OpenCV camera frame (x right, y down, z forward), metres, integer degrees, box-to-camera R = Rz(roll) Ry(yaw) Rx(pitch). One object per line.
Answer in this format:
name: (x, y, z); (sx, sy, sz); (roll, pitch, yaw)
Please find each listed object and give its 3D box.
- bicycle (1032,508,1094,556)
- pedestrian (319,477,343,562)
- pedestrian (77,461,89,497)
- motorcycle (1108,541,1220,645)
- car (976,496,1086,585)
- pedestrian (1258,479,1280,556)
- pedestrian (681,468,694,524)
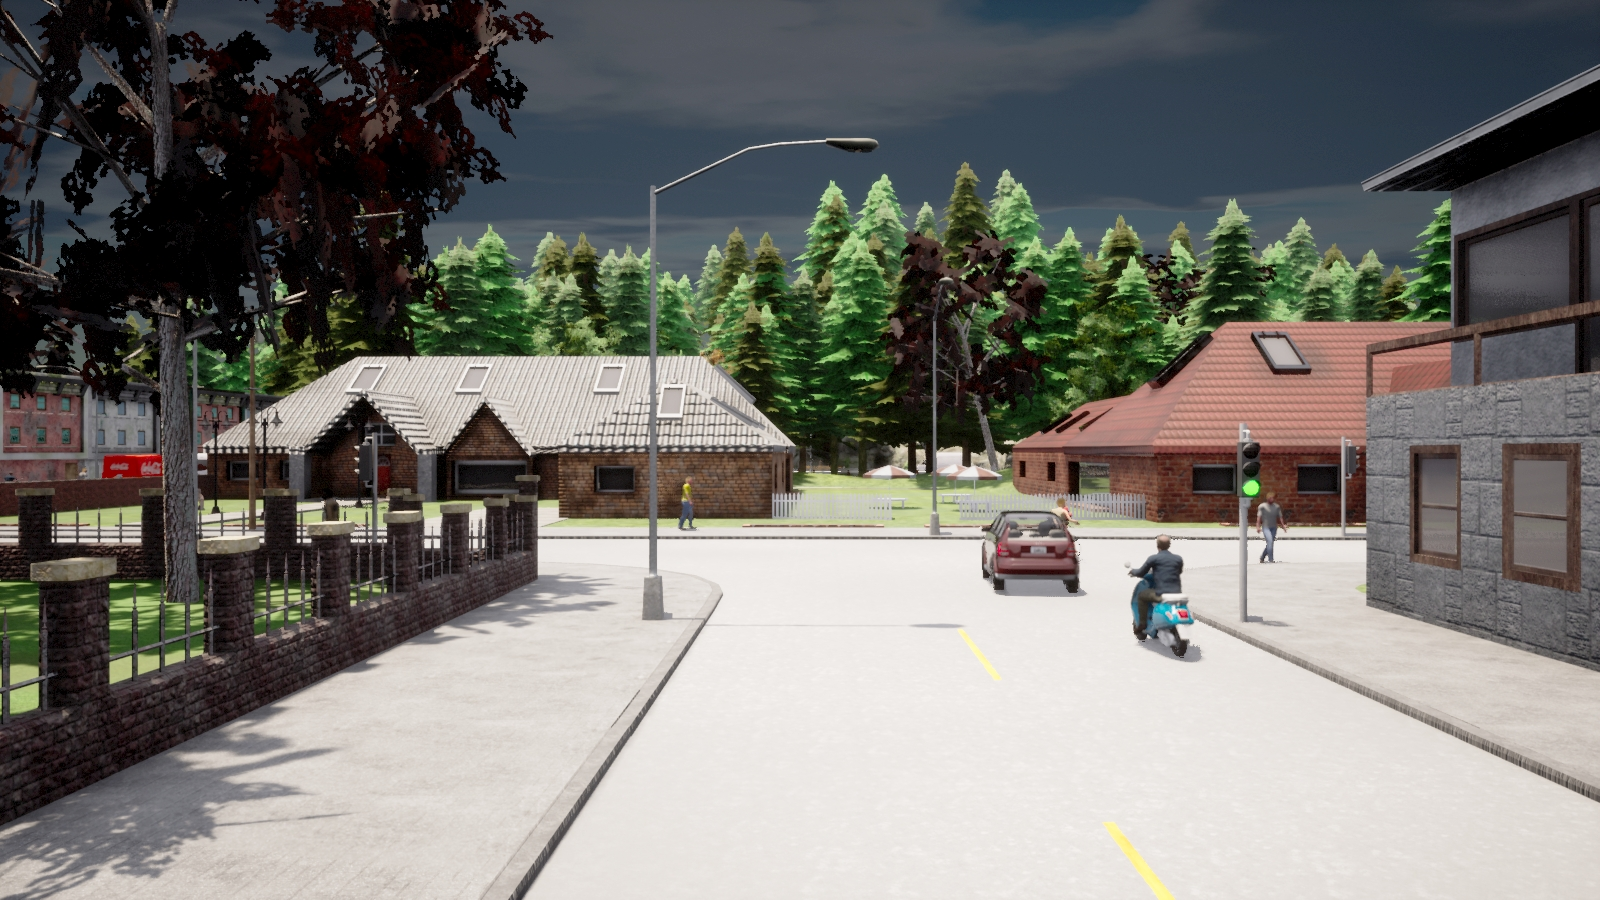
bicycle: (6.569, 2.036, 28.500); (0.859, 1.080, 1.487); (0, 0, 44)
pedestrian: (-10.338, 1.523, 25.184); (0.375, 1.860, 0.375); (0, 0, 4)
pedestrian: (-37.199, 1.524, 59.274); (0.375, 1.860, 0.375); (0, 0, 10)
motorcycle: (5.058, 1.962, 16.011); (0.856, 1.236, 1.805); (0, 0, -5)
car: (4.722, 1.806, 23.797); (1.789, 1.549, 3.705); (0, 0, 4)
pedestrian: (11.349, 1.629, 27.668); (0.375, 1.860, 0.375); (0, 0, -2)
pedestrian: (-3.732, 1.524, 38.033); (0.375, 1.860, 0.375); (0, 0, 2)
